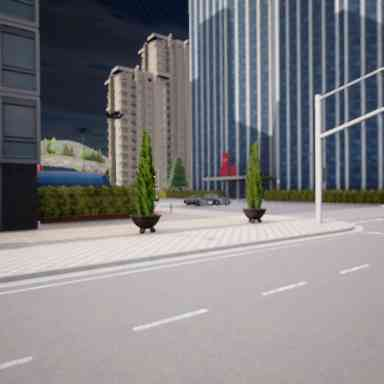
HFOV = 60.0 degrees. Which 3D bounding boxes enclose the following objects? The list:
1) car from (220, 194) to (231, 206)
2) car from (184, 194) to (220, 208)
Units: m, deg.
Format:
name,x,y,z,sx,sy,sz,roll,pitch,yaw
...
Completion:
name,x,y,z,sx,sy,sz,roll,pitch,yaw
car,3.260,1.009,45.672,2.097,1.767,4.553,-1,1,-36
car,0.868,1.190,43.009,2.128,1.511,4.902,-1,1,-36
